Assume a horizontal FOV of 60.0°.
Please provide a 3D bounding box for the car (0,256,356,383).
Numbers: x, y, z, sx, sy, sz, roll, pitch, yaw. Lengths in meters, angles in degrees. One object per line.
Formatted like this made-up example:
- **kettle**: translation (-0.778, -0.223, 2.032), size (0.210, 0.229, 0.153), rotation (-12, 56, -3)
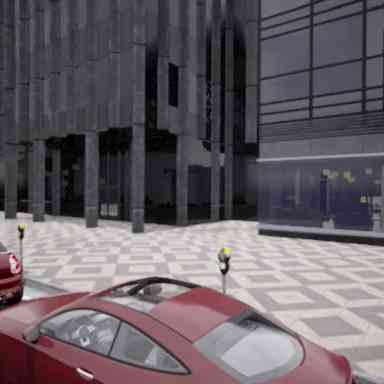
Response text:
- **car**: translation (-0.584, 1.565, 3.372), size (4.206, 1.307, 1.802), rotation (1, 0, 35)

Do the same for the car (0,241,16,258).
- **car**: translation (-5.215, 1.382, 6.655), size (4.097, 1.590, 1.967), rotation (1, 0, 35)
